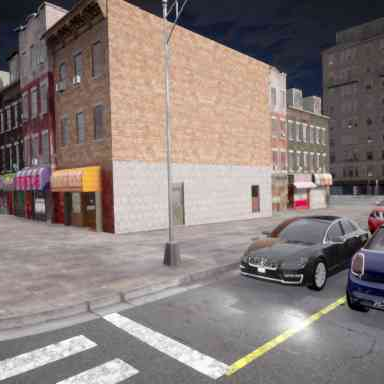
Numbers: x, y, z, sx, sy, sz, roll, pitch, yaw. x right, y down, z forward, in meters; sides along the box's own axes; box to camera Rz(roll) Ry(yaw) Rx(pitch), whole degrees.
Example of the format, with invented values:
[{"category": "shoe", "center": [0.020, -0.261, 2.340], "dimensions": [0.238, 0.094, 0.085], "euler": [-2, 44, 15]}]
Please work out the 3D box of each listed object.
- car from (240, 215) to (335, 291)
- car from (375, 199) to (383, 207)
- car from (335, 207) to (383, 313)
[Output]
[{"category": "car", "center": [3.238, 1.430, 9.015], "dimensions": [1.837, 1.490, 4.892], "euler": [0, 1, 45]}, {"category": "car", "center": [10.550, 1.016, 16.310], "dimensions": [5.566, 2.045, 2.150], "euler": [-1, 1, -45]}, {"category": "car", "center": [4.867, 1.278, 6.616], "dimensions": [4.553, 1.767, 2.097], "euler": [-1, 1, -45]}]
